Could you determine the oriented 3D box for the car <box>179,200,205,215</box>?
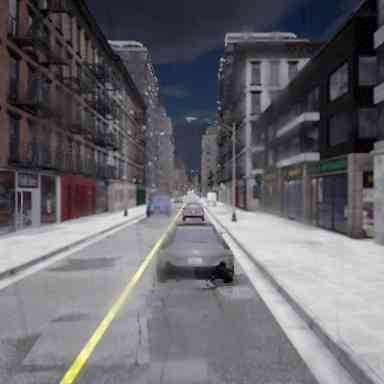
[{"bbox_3d":[0.119,1.674,28.869,2.033,1.411,5.357,0,0,0],"label":"car"}]

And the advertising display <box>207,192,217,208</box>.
[{"bbox_3d":[3.189,1.279,53.248,1.540,2.440,0.280,0,0,0],"label":"advertising display"}]

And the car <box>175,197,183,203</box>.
[{"bbox_3d":[-2.938,1.856,73.496,2.033,1.411,5.357,0,0,0],"label":"car"}]

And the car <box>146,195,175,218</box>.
[{"bbox_3d":[-3.073,1.364,32.115,2.150,2.045,5.566,0,0,0],"label":"car"}]

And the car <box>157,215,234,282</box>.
[{"bbox_3d":[0.090,1.605,9.892,1.994,1.385,4.181,0,0,0],"label":"car"}]
